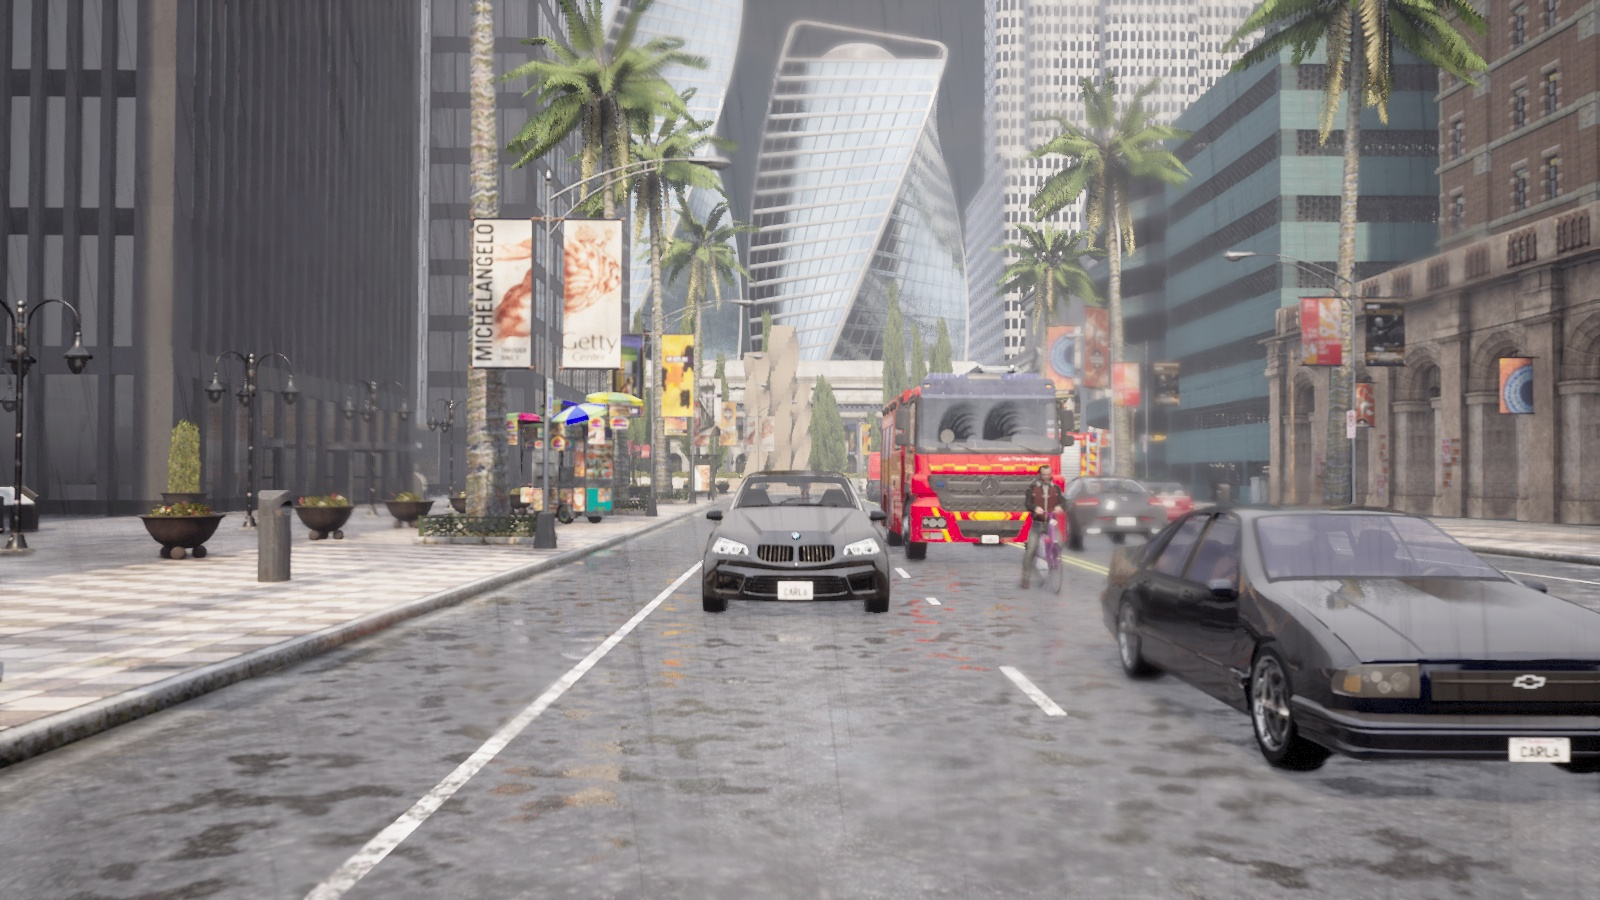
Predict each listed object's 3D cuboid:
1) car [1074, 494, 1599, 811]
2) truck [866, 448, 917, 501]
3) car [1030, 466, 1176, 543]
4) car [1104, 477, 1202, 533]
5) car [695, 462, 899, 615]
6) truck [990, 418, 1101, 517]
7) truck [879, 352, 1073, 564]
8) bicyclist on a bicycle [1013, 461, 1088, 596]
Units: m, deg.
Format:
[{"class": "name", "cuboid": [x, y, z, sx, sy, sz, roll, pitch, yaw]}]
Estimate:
[{"class": "car", "cuboid": [3.479, 1.045, 8.587, 2.033, 1.411, 5.357, 0, -1, 0]}, {"class": "truck", "cuboid": [6.210, 1.711, 86.363, 2.891, 3.462, 7.936, 0, -1, 0]}, {"class": "car", "cuboid": [6.935, 1.217, 29.314, 2.152, 1.651, 5.027, 0, -1, 0]}, {"class": "car", "cuboid": [10.340, 1.574, 37.069, 1.789, 1.549, 3.705, 0, -1, -1]}, {"class": "car", "cuboid": [-0.039, 1.021, 16.117, 2.242, 1.667, 4.611, 0, -1, 0]}, {"class": "truck", "cuboid": [10.127, 0.775, 52.730, 2.891, 3.827, 8.468, 0, -1, -1]}, {"class": "truck", "cuboid": [3.448, 0.236, 26.955, 2.891, 3.827, 8.468, 0, -1, 0]}, {"class": "bicyclist on a bicycle", "cuboid": [3.459, 1.064, 17.503, 0.659, 1.776, 1.843, 0, -1, 0]}]
